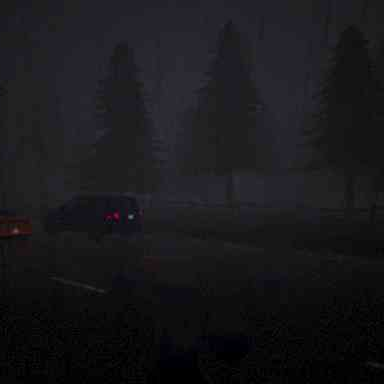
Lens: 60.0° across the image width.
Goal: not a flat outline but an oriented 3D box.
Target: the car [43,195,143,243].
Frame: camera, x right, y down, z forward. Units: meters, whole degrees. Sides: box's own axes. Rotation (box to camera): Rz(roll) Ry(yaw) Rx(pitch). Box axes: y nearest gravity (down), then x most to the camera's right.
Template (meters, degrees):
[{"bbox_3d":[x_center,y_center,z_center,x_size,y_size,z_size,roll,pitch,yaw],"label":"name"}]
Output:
[{"bbox_3d":[-4.845,1.156,16.040,5.566,2.045,2.150,0,0,36],"label":"car"}]

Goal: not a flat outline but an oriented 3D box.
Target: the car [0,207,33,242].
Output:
[{"bbox_3d":[-9.075,1.398,14.760,5.008,1.535,1.882,0,0,36],"label":"car"}]
